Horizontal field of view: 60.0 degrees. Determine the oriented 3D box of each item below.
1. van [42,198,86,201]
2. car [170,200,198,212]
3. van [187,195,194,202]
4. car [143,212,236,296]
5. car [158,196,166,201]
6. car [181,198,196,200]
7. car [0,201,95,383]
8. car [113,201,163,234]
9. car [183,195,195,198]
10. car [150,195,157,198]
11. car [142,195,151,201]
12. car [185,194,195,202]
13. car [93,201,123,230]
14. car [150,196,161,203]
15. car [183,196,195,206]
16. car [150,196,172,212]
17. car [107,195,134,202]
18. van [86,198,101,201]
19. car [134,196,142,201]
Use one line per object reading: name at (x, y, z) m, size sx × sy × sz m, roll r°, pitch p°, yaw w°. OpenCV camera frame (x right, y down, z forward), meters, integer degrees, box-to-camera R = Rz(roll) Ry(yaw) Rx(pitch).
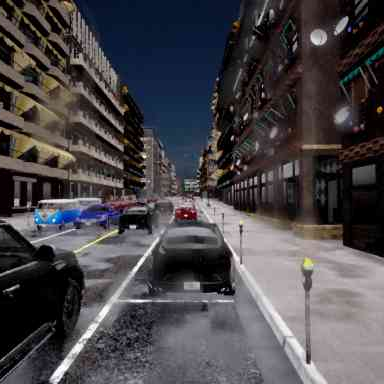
van at (-8.312, 1.358, 20.753) m, size 1.690 × 1.788 × 3.998 m, roll 2°, pitch 0°, yaw 0°
car at (-0.438, 1.572, 26.224) m, size 1.887 × 1.381 × 4.507 m, roll 1°, pitch 0°, yaw 0°
van at (-0.473, 1.575, 87.068) m, size 1.690 × 1.788 × 3.998 m, roll 1°, pitch 0°, yaw 0°
car at (0.000, 1.509, 8.653) m, size 1.837 × 1.490 × 4.892 m, roll 0°, pitch 0°, yaw 0°
car at (-8.326, 1.846, 92.652) m, size 1.802 × 1.307 × 4.206 m, roll 1°, pitch 0°, yaw 0°
car at (-0.438, 1.582, 31.754) m, size 1.887 × 1.381 × 4.507 m, roll 1°, pitch 0°, yaw 0°
car at (-2.921, 1.221, 3.367) m, size 2.150 × 2.045 × 5.566 m, roll 0°, pitch 0°, yaw 0°
car at (-3.020, 1.521, 19.459) m, size 1.837 × 1.490 × 4.892 m, roll 0°, pitch 0°, yaw 0°
car at (-0.429, 1.490, 37.286) m, size 1.967 × 1.590 × 4.097 m, roll 1°, pitch 0°, yaw 0°
car at (-8.317, 1.471, 70.528) m, size 2.192 × 1.841 × 5.009 m, roll 1°, pitch 0°, yaw 0°
car at (-8.321, 1.660, 53.938) m, size 1.947 × 1.339 × 4.313 m, roll 1°, pitch 0°, yaw 0°
car at (-0.472, 1.521, 81.536) m, size 2.192 × 1.841 × 5.009 m, roll 1°, pitch 0°, yaw 0°
car at (-5.869, 1.543, 21.132) m, size 1.812 × 1.442 × 4.674 m, roll 0°, pitch 0°, yaw 0°
car at (-8.323, 1.725, 76.059) m, size 1.887 × 1.381 × 4.507 m, roll 1°, pitch 0°, yaw 0°
car at (-0.473, 1.553, 59.411) m, size 1.967 × 1.590 × 4.097 m, roll 1°, pitch 0°, yaw 0°
car at (-2.926, 1.523, 35.291) m, size 1.882 × 1.535 × 5.008 m, roll 0°, pitch 0°, yaw 0°
car at (-8.313, 1.365, 37.346) m, size 2.192 × 1.841 × 5.009 m, roll 1°, pitch 0°, yaw 0°
van at (-8.313, 1.368, 26.285) m, size 1.690 × 1.788 × 3.998 m, roll 1°, pitch 0°, yaw 0°
car at (-8.314, 1.379, 42.876) m, size 2.192 × 1.841 × 5.009 m, roll 1°, pitch 0°, yaw 0°
